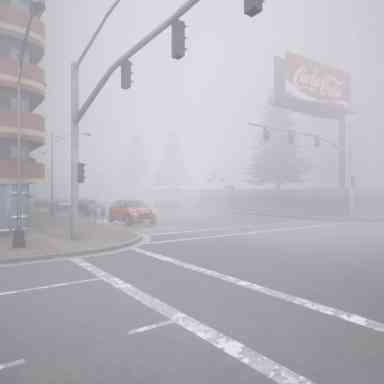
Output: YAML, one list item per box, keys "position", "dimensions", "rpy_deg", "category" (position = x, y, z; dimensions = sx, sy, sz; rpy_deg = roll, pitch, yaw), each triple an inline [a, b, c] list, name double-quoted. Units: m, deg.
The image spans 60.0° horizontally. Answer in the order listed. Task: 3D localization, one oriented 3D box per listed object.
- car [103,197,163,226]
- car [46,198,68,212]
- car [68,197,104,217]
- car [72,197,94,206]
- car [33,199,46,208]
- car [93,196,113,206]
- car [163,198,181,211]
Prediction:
- position: [-4.315, 1.352, 23.899]
  dimensions: [2.097, 1.767, 4.553]
  rpy_deg: [0, 0, -36]
  category: "car"
- position: [-15.323, 1.478, 39.107]
  dimensions: [1.882, 1.535, 5.008]
  rpy_deg: [0, 0, -36]
  category: "car"
- position: [-9.652, 1.491, 31.265]
  dimensions: [2.128, 1.511, 4.902]
  rpy_deg: [0, 0, -36]
  category: "car"
- position: [-18.230, 1.547, 55.370]
  dimensions: [2.033, 1.411, 5.357]
  rpy_deg: [0, 0, -36]
  category: "car"
- position: [-21.261, 1.601, 47.367]
  dimensions: [1.895, 1.301, 4.718]
  rpy_deg: [0, 0, -35]
  category: "car"
- position: [-15.516, 1.525, 57.592]
  dimensions: [1.812, 1.442, 4.674]
  rpy_deg: [0, 0, -36]
  category: "car"
- position: [-3.215, 1.505, 40.609]
  dimensions: [1.837, 1.490, 4.892]
  rpy_deg: [0, 0, -36]
  category: "car"
